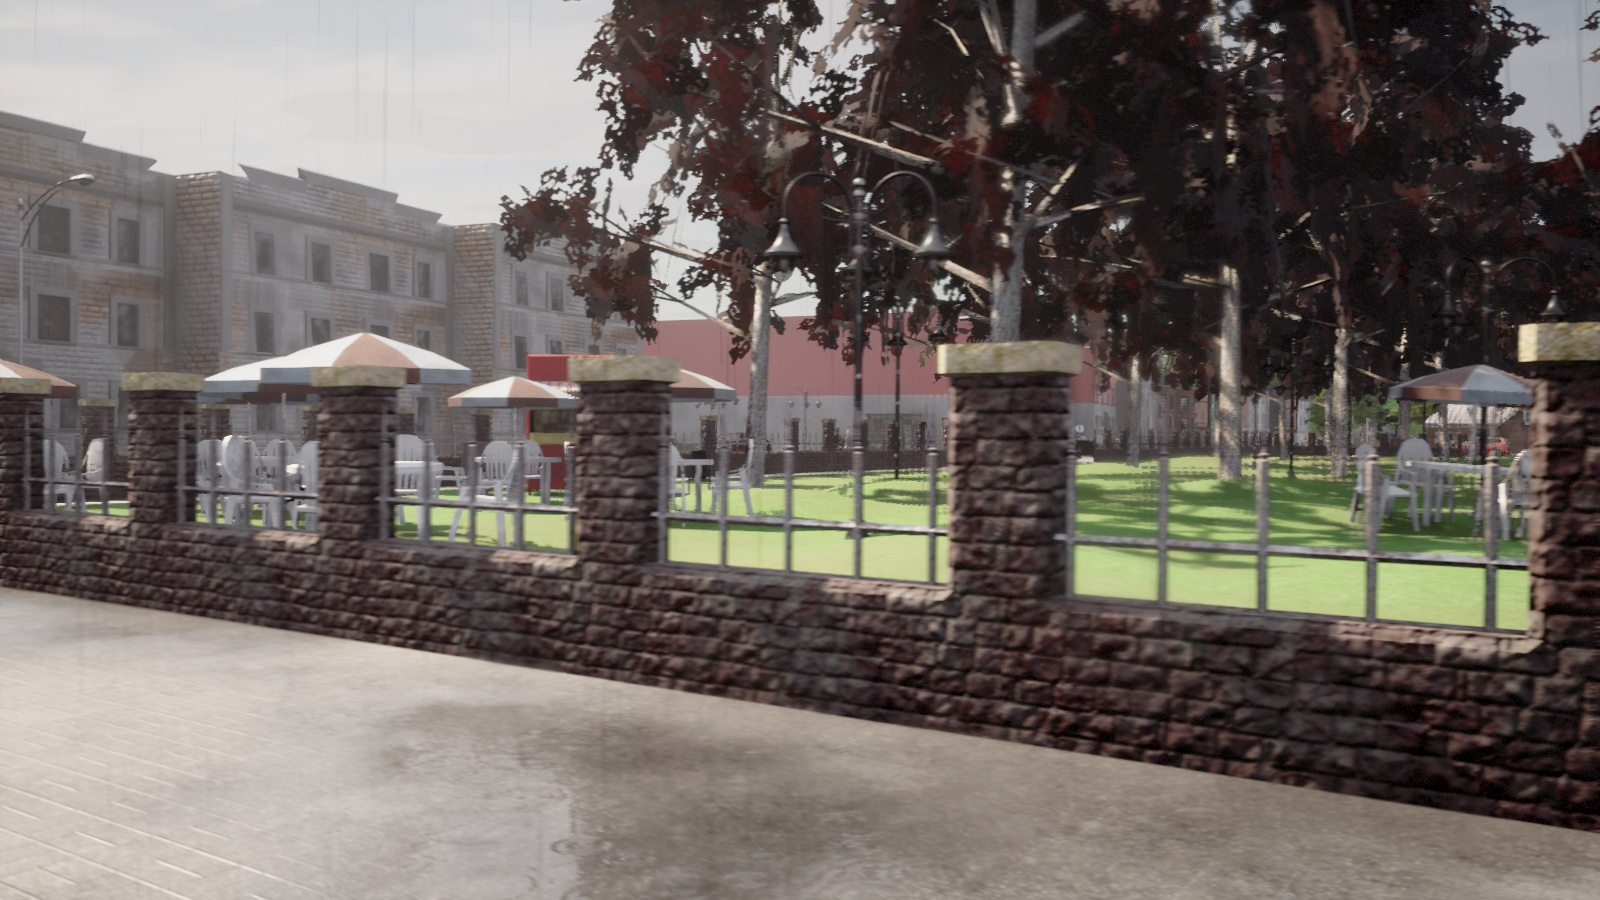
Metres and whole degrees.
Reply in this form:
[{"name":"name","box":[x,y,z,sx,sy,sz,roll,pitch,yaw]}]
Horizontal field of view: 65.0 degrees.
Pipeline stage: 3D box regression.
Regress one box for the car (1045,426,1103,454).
[{"name":"car","box":[17.354,-0.651,79.386,2.097,1.767,4.553,0,1,34]}]

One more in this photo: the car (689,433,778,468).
[{"name":"car","box":[-2.937,0.006,56.086,1.816,1.474,4.193,0,1,34]}]
